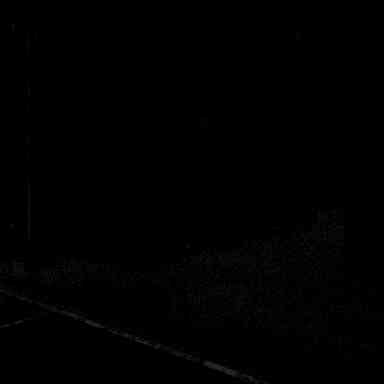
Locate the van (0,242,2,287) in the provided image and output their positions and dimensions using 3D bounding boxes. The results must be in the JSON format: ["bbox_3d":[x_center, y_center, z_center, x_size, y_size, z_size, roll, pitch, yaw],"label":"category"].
[{"bbox_3d":[-5.763,1.339,7.182,3.998,1.788,1.690,0,0,35],"label":"van"}]
